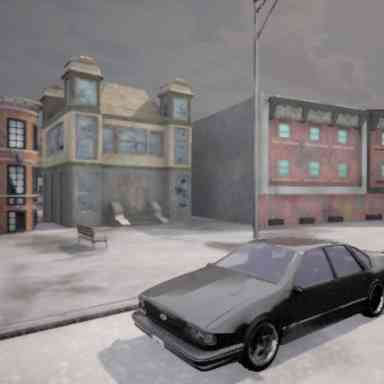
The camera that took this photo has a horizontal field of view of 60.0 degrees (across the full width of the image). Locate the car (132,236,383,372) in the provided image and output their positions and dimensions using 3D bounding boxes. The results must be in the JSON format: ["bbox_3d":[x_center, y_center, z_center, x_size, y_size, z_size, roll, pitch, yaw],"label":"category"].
[{"bbox_3d":[1.715,1.545,5.869,5.357,1.411,2.033,0,0,-36],"label":"car"}]
